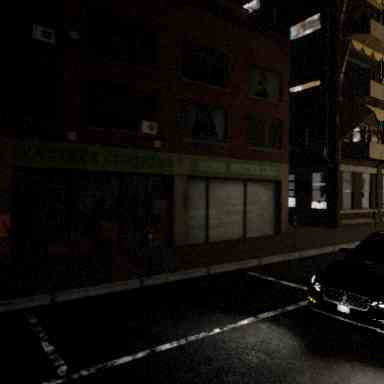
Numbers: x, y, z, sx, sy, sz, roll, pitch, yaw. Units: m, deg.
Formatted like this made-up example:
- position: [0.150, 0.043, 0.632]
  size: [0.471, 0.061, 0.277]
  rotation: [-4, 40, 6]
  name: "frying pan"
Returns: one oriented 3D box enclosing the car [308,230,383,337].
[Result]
- position: [4.251, 1.500, 6.408]
  size: [4.892, 1.490, 1.837]
  rotation: [0, 0, -35]
  name: "car"
